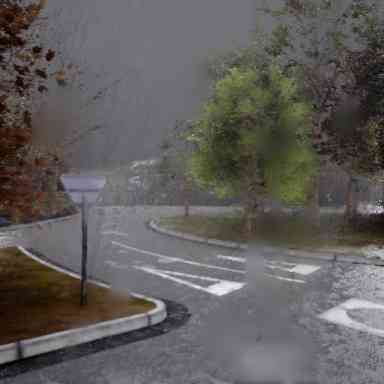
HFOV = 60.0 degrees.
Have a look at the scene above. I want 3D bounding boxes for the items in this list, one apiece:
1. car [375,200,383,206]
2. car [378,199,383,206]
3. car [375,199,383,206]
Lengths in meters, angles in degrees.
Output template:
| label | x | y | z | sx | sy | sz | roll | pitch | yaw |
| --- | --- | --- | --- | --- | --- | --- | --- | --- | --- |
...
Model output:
| label | x | y | z | sx | sy | sz | roll | pitch | yaw |
| --- | --- | --- | --- | --- | --- | --- | --- | --- | --- |
| car | 41.079 | 2.210 | 70.063 | 4.553 | 1.767 | 2.185 | 0 | 0 | 39 |
| car | 44.514 | 2.401 | 74.381 | 4.674 | 1.452 | 2.002 | 0 | 0 | 39 |
| car | 42.781 | 2.351 | 72.239 | 5.008 | 1.535 | 2.097 | 0 | 0 | 39 |
